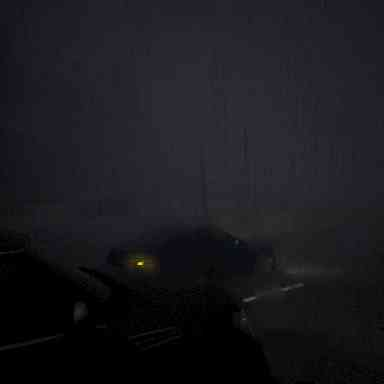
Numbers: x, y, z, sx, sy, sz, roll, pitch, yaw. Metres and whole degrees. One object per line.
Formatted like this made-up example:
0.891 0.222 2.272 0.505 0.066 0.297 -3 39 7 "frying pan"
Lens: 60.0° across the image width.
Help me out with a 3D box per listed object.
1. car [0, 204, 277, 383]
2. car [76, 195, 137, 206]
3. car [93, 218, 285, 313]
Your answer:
-1.973 1.226 2.383 5.566 2.045 2.150 0 0 -36 "car"
-7.459 1.271 29.196 5.566 2.045 2.150 1 0 -39 "car"
0.120 1.538 8.351 4.674 1.442 1.812 0 0 -37 "car"
